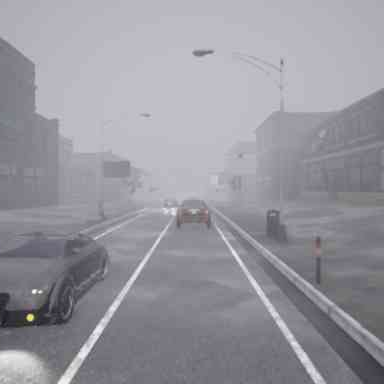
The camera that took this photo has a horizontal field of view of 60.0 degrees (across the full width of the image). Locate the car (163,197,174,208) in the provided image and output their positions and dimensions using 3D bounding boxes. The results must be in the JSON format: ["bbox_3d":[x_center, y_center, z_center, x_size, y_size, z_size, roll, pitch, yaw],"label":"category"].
[{"bbox_3d":[-3.071,1.465,48.065,2.128,1.511,4.902,0,-1,0],"label":"car"}]

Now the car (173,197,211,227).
[{"bbox_3d":[0.104,1.215,21.665,2.097,1.767,4.553,0,0,0],"label":"car"}]

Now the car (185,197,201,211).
[{"bbox_3d":[0.109,1.413,40.317,1.837,1.490,4.892,0,-1,0],"label":"car"}]

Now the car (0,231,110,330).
[{"bbox_3d":[-3.098,1.530,6.888,1.994,1.385,4.181,0,0,0],"label":"car"}]
